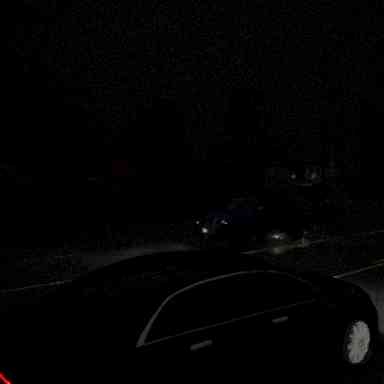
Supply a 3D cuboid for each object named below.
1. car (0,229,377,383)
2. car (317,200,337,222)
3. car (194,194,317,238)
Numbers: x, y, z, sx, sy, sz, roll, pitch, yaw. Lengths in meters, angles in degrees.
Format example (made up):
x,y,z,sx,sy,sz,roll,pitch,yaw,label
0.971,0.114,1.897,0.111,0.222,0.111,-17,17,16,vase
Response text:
x,y,z,sx,sy,sz,roll,pitch,yaw,label
0.336,1.485,3.986,4.892,1.490,1.837,0,0,-36,car
7.823,1.294,22.457,4.892,1.490,1.837,0,0,-35,car
2.754,1.129,14.557,5.566,2.045,2.150,-1,0,-35,car
